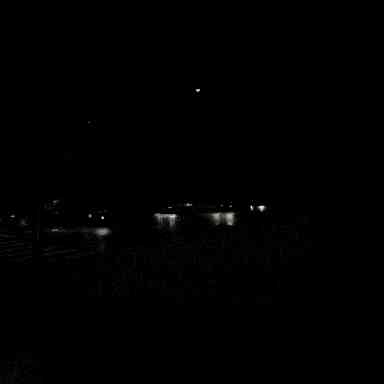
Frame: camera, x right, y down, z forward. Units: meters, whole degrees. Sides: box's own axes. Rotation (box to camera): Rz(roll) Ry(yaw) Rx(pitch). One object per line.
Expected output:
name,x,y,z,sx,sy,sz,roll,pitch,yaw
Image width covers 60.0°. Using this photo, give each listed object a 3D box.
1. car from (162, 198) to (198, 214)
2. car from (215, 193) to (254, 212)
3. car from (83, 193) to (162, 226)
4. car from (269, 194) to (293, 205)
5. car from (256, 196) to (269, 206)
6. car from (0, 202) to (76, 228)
car,-1.307,1.396,34.269,1.837,1.490,4.892,0,0,35
car,4.708,1.083,37.119,2.150,2.045,5.566,0,0,35
car,-4.938,1.149,23.533,2.150,2.045,5.566,0,1,35
car,13.749,0.909,49.727,1.837,1.490,4.892,0,0,35
car,10.938,1.283,51.384,1.882,1.535,5.008,0,0,35
car,-10.075,1.447,21.898,2.128,1.511,4.902,0,0,35
